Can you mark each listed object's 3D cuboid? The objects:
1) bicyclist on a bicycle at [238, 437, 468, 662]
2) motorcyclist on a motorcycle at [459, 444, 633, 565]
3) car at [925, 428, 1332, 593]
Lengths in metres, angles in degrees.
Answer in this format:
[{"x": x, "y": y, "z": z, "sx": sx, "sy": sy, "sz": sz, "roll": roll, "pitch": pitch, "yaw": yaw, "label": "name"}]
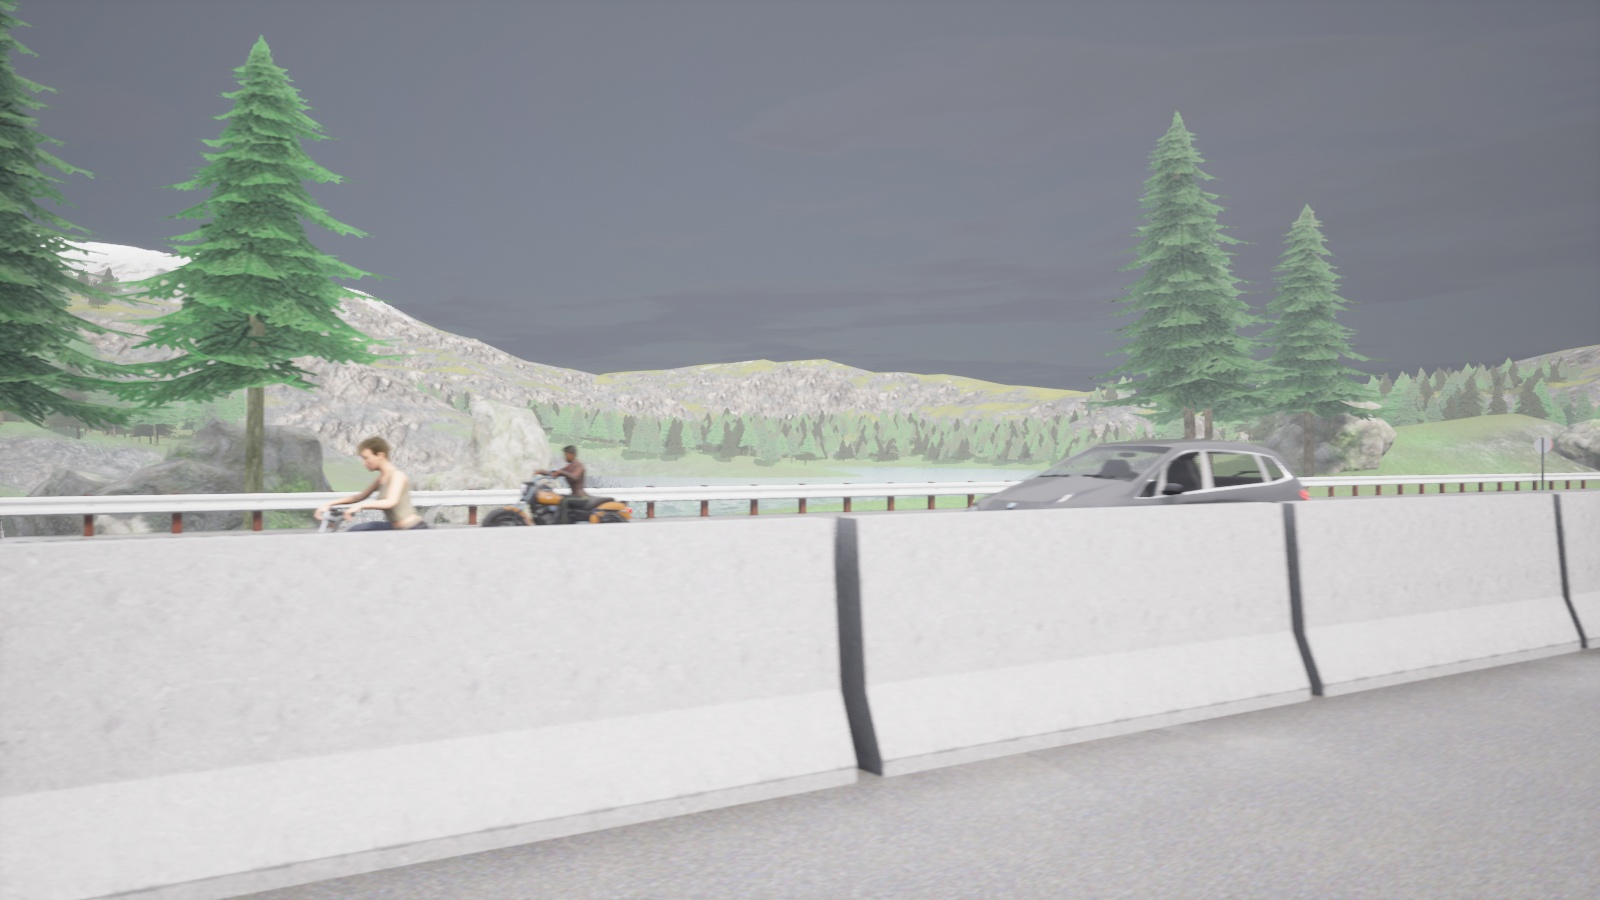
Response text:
[{"x": -3.468, "y": 0.713, "z": 9.770, "sx": 1.509, "sy": 1.612, "sz": 0.866, "roll": 0, "pitch": 0, "yaw": -35, "label": "bicyclist on a bicycle"}, {"x": -3.648, "y": 0.747, "z": 18.187, "sx": 2.350, "sy": 1.649, "sz": 0.766, "roll": 0, "pitch": 0, "yaw": -35, "label": "motorcyclist on a motorcycle"}, {"x": 3.986, "y": 0.618, "z": 14.983, "sx": 4.611, "sy": 1.667, "sz": 2.242, "roll": 0, "pitch": 0, "yaw": -35, "label": "car"}]
